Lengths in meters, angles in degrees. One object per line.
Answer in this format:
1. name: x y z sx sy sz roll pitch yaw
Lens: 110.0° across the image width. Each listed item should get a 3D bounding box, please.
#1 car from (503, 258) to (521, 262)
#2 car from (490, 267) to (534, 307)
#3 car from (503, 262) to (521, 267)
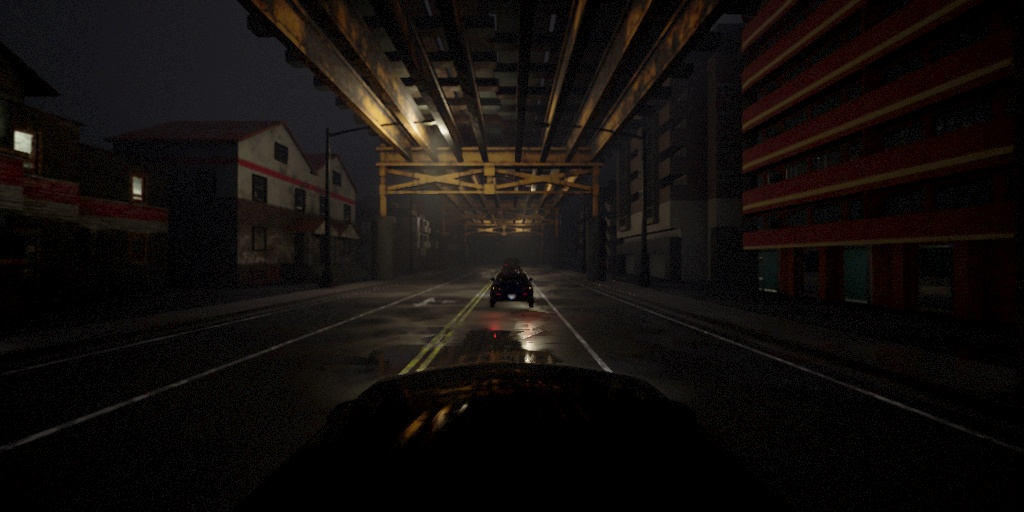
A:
1. car: -0.024 1.233 45.936 2.150 2.045 5.566 0 0 0
2. car: -0.002 1.412 16.226 1.812 1.442 4.674 0 0 0
3. car: -0.010 1.519 31.220 1.812 1.442 4.674 0 0 0
